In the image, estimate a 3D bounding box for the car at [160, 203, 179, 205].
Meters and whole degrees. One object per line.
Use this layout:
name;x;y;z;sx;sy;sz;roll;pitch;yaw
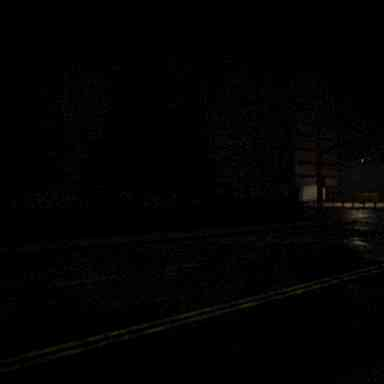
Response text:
car;-3.875;1.492;57.308;2.128;1.511;4.902;0;0;-34
